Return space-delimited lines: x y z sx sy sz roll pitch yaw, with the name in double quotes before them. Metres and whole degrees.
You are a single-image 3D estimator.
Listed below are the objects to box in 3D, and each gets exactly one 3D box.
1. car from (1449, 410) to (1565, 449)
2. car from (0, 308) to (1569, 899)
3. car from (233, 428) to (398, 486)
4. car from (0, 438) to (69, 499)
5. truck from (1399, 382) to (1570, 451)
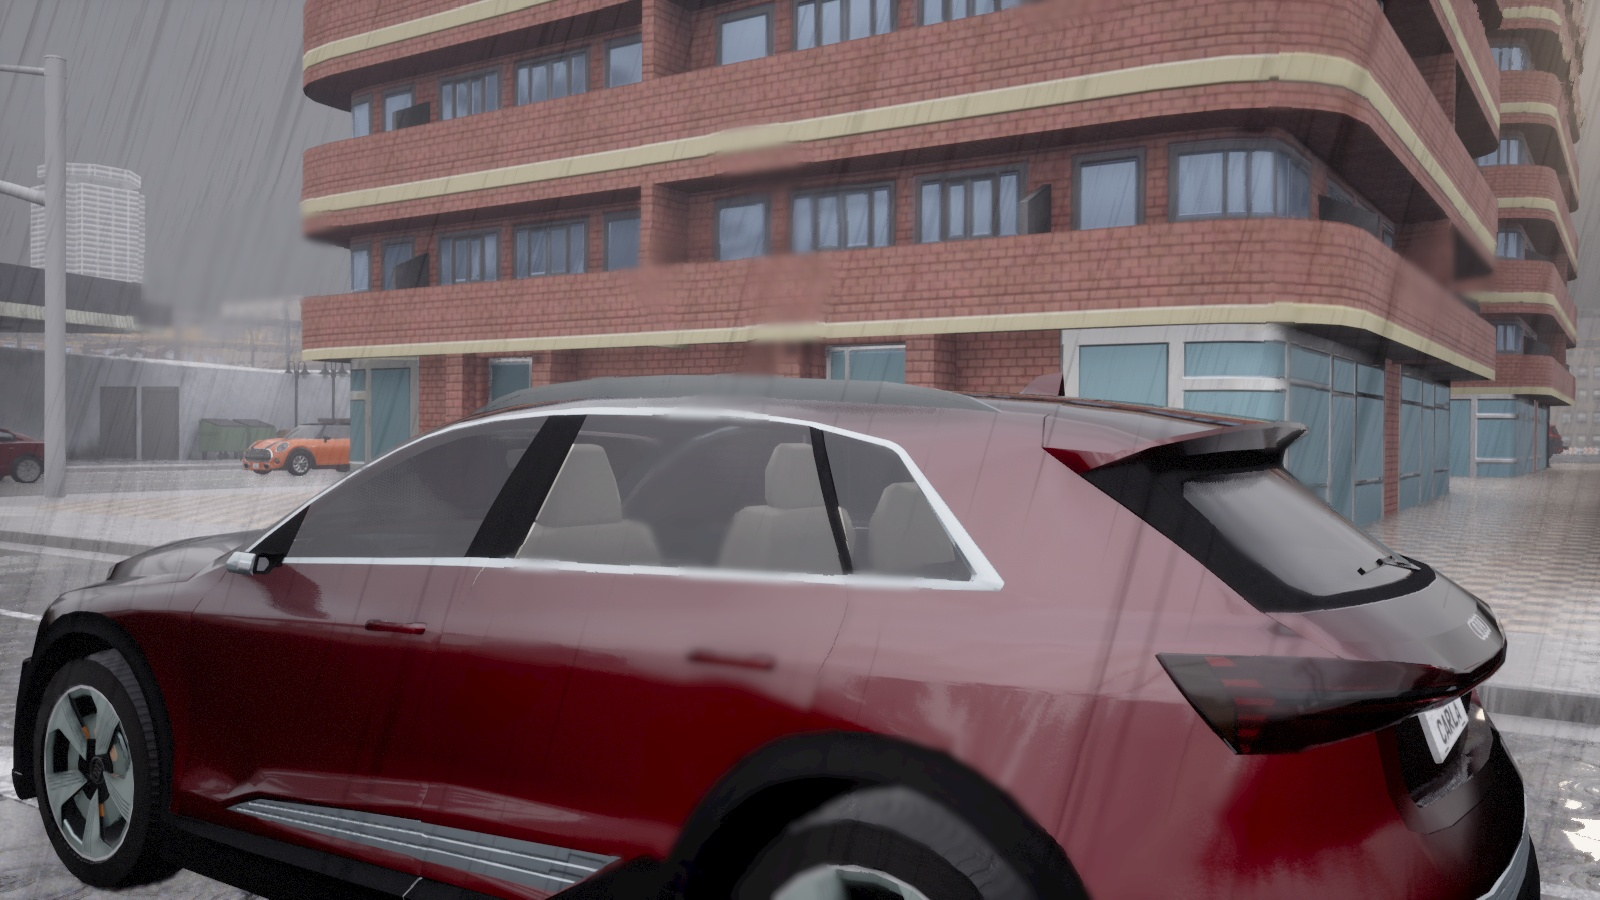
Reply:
"car" 40.024 -1.148 71.135 5.566 2.045 2.150 -1 0 34
"car" -0.483 0.612 3.940 4.856 1.649 2.033 0 1 34
"car" -15.480 0.178 40.333 2.097 1.767 4.553 0 1 33
"car" -21.296 0.473 31.292 1.882 1.535 5.008 0 1 32
"truck" 37.375 -1.778 68.680 7.936 3.462 2.891 -1 0 34
